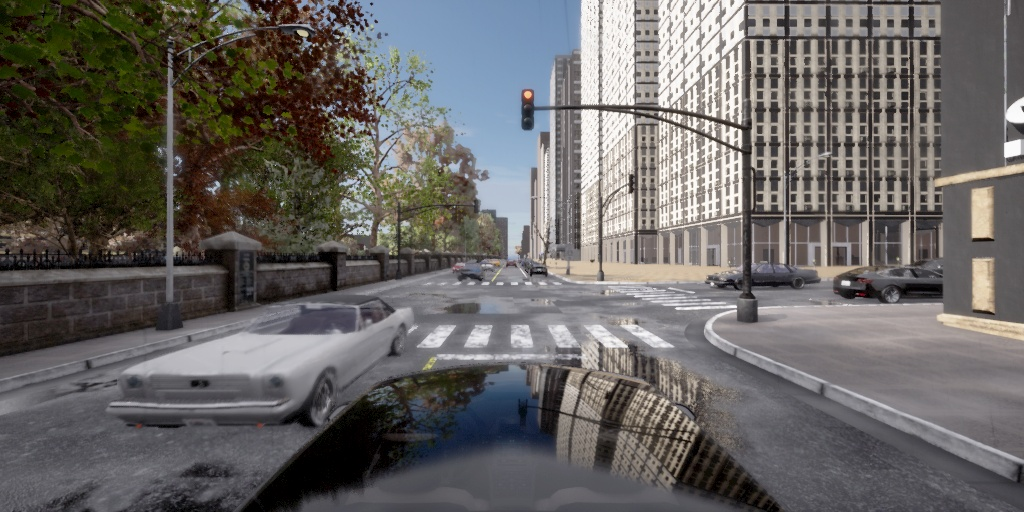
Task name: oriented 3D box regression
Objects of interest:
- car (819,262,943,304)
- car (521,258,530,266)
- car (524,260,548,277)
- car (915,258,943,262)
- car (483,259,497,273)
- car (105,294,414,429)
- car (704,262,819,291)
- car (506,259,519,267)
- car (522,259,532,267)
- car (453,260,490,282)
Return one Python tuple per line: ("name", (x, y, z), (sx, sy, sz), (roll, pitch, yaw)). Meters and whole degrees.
("car", (14.647, 1.026, 13.507), (4.313, 1.339, 1.948), (0, 0, 0))
("car", (2.538, 1.339, 47.314), (1.948, 1.339, 4.313), (0, 0, 0))
("car", (2.575, 1.330, 36.049), (1.948, 1.339, 4.313), (0, 0, 0))
("car", (23.118, 0.845, 19.373), (4.892, 1.490, 1.837), (-1, 0, 0))
("car", (-3.241, 1.371, 44.373), (1.895, 1.301, 4.718), (0, 0, 0))
("car", (-3.114, 1.351, 5.769), (1.895, 1.301, 4.718), (0, 0, 0))
("car", (13.389, 1.053, 19.277), (5.357, 1.411, 2.033), (-1, 0, -1))
("car", (-0.110, 1.319, 65.313), (1.812, 1.442, 4.674), (0, 0, 0))
("car", (2.556, 1.334, 41.682), (1.948, 1.339, 4.313), (0, 0, 0))
("car", (-3.190, 1.307, 29.084), (2.033, 1.411, 5.357), (0, 0, 0))
